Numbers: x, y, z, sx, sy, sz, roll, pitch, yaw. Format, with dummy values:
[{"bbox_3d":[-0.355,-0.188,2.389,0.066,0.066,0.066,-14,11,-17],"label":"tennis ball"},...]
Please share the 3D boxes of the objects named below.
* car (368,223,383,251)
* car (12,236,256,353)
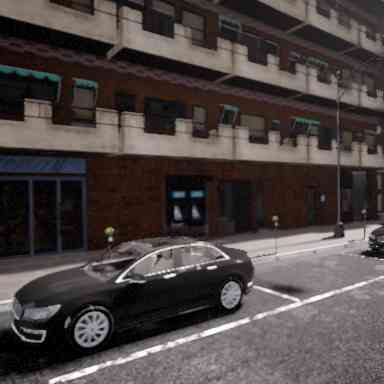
[{"bbox_3d":[8.352,1.492,12.527,4.403,1.369,2.008,0,-1,-35],"label":"car"},{"bbox_3d":[-0.770,1.539,6.023,4.403,1.369,2.008,0,-1,-35],"label":"car"}]
